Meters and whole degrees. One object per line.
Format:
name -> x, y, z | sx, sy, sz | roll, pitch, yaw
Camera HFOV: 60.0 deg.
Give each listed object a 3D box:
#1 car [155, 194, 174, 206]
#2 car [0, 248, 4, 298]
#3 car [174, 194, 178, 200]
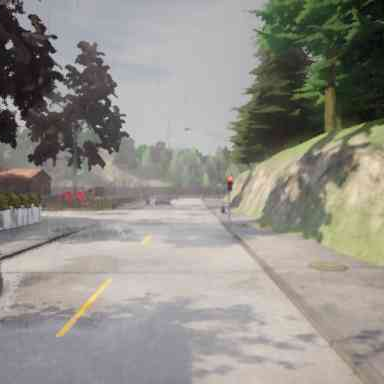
car -> -4.037, 1.267, 46.849 | 1.994, 1.385, 4.181 | 0, 1, 0
car -> -4.099, 1.200, 3.084 | 2.150, 2.045, 5.566 | 0, 0, 0
car -> -4.057, 1.062, 72.189 | 1.994, 1.385, 4.181 | 0, 0, 0
